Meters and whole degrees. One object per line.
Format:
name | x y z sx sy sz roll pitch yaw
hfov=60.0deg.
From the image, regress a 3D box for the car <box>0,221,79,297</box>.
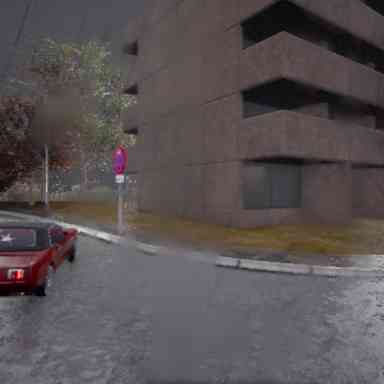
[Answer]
car | -3.881 1.315 7.630 1.895 1.301 4.718 1 2 -10
